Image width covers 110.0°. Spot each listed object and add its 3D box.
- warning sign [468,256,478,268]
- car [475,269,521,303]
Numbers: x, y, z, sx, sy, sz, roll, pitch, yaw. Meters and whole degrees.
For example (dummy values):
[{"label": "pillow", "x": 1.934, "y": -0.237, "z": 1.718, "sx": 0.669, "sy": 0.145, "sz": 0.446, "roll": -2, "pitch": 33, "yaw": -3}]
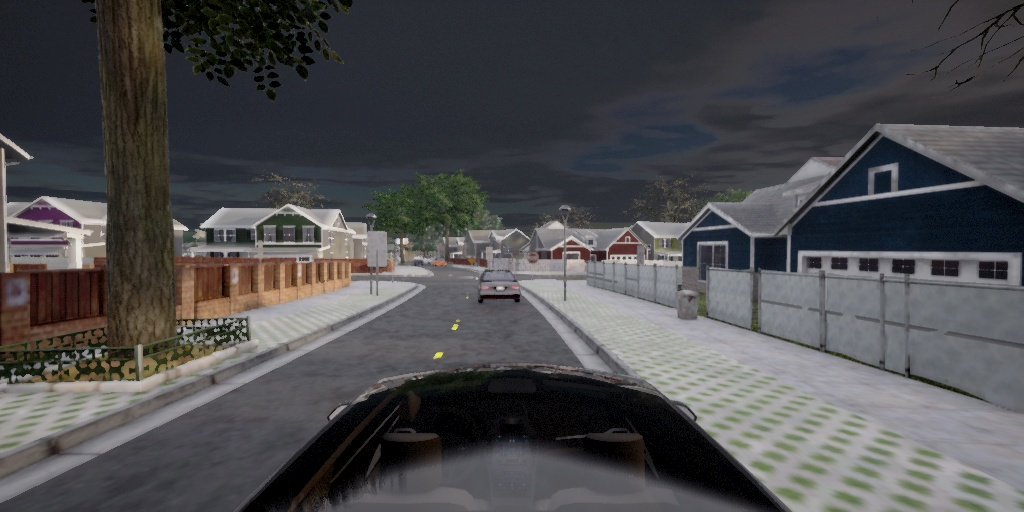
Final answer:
[{"label": "warning sign", "x": -6.178, "y": 0.886, "z": 55.118, "sx": 1.300, "sy": 1.860, "sz": 1.060, "roll": 0, "pitch": 0, "yaw": -18}, {"label": "car", "x": -0.686, "y": 1.317, "z": 16.616, "sx": 2.033, "sy": 1.411, "sz": 5.357, "roll": 0, "pitch": 0, "yaw": -5}]
